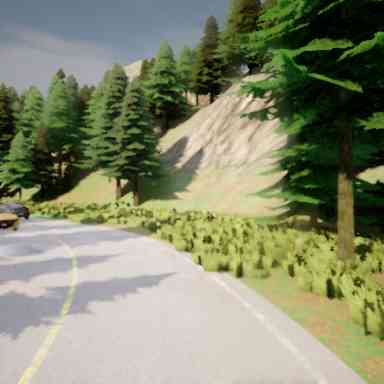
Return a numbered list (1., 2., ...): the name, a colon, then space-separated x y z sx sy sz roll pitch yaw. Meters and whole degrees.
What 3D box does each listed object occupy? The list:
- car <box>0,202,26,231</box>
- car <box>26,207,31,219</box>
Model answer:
1. car: -12.074 1.546 20.077 5.008 1.535 1.882 0 0 45
2. car: -15.339 1.586 28.212 4.674 1.442 1.812 0 0 42
